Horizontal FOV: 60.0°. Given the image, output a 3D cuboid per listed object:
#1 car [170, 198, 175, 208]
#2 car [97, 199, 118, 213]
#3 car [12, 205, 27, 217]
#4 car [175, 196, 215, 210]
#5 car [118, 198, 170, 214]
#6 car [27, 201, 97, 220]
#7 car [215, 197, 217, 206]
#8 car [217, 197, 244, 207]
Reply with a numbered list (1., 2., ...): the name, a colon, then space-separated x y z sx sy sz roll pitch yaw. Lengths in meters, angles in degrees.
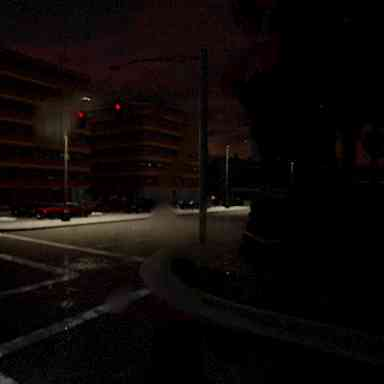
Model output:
1. car: -3.463 1.464 42.540 1.994 1.385 4.181 0 0 36
2. car: -8.363 1.462 35.767 1.994 1.385 4.181 0 0 37
3. car: -13.309 1.464 28.966 1.994 1.385 4.181 0 0 36
4. car: 0.426 1.265 41.947 2.097 1.767 4.553 0 0 36
5. car: -4.894 1.388 34.617 1.882 1.535 5.008 0 0 36
6. car: -10.424 1.513 27.014 1.895 1.301 4.718 0 0 33
7. car: 2.431 1.392 50.649 2.128 1.511 4.902 0 0 36
8. car: 6.115 1.478 49.761 1.994 1.385 4.181 0 0 36
